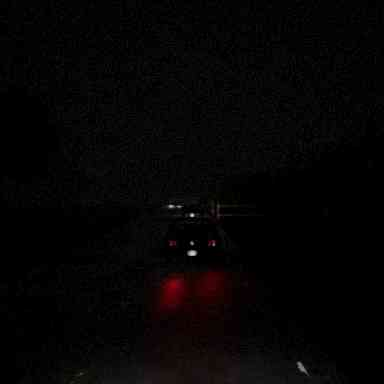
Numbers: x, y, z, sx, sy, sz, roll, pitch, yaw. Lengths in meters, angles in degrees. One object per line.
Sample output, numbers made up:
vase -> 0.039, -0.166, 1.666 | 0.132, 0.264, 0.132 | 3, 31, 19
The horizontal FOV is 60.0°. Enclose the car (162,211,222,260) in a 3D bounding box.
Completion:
car -> 0.032, 1.600, 12.470 | 1.895, 1.301, 4.718 | 0, 0, 1

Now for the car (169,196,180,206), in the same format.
car -> -2.832, 1.406, 57.733 | 2.097, 1.767, 4.553 | 0, 0, 0

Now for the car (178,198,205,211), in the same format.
car -> 0.031, 1.511, 28.127 | 1.837, 1.490, 4.892 | 0, 0, 0
